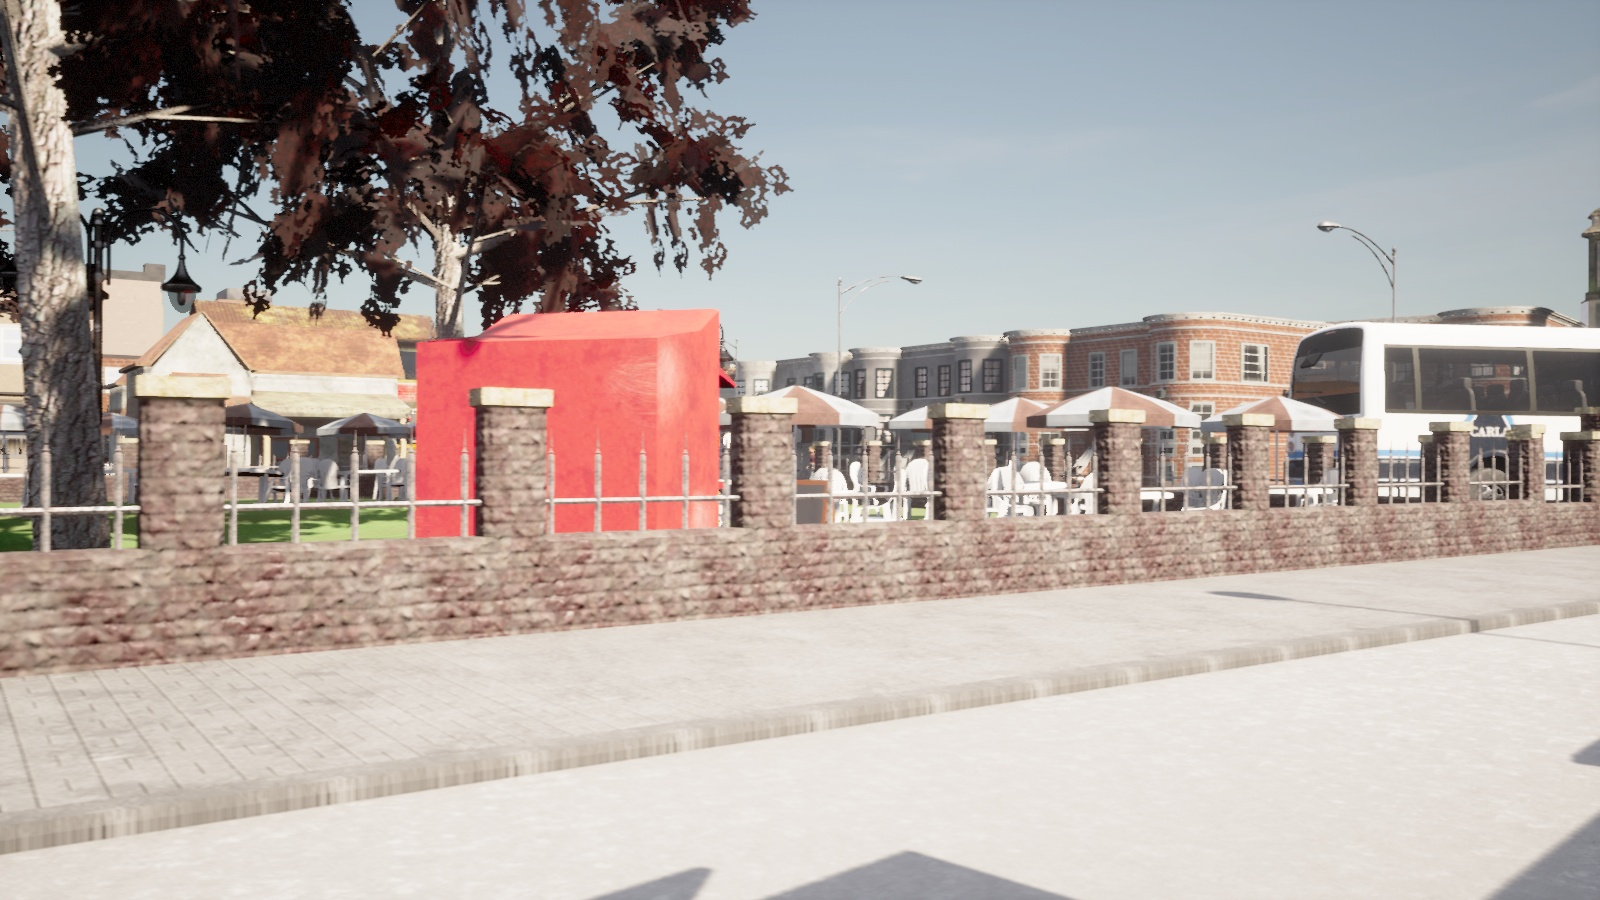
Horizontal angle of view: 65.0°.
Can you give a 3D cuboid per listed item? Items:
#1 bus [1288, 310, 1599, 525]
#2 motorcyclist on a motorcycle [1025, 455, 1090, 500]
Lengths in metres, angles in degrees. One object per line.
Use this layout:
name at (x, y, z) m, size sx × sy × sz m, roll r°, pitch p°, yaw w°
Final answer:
bus at (16.501, -0.573, 27.379) m, size 10.273 × 4.253 × 3.944 m, roll 0°, pitch -1°, yaw -7°
motorcyclist on a motorcycle at (8.851, 0.929, 43.180) m, size 0.866 × 1.530 × 2.191 m, roll 0°, pitch 0°, yaw -35°
